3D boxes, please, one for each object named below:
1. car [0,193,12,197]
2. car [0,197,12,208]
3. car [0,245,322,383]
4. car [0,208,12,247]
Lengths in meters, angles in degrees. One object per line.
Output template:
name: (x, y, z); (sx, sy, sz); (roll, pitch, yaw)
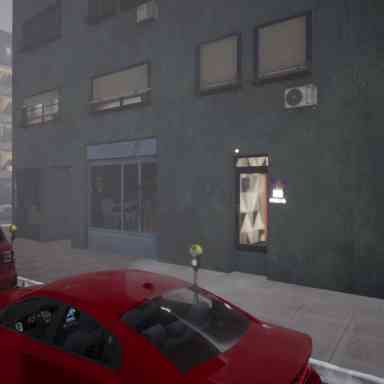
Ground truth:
car: (-18.566, 1.031, 31.833); (2.192, 1.841, 5.009); (2, 2, 35)
car: (-17.666, 1.368, 28.598); (1.895, 1.301, 4.718); (1, 1, 34)
car: (-1.018, 1.544, 3.571); (4.507, 1.381, 1.887); (0, 0, 35)
car: (-5.546, 1.314, 6.742); (5.009, 1.841, 2.192); (0, 0, 35)
